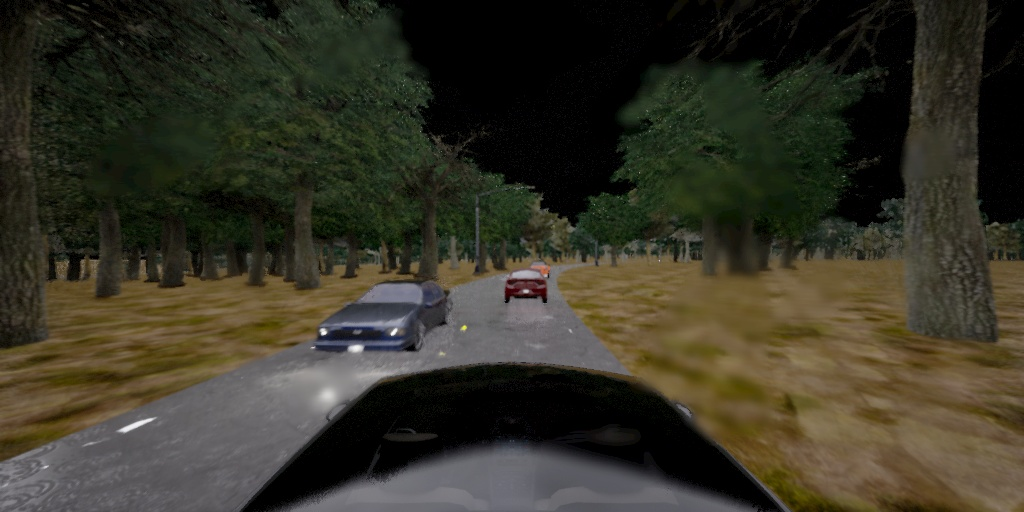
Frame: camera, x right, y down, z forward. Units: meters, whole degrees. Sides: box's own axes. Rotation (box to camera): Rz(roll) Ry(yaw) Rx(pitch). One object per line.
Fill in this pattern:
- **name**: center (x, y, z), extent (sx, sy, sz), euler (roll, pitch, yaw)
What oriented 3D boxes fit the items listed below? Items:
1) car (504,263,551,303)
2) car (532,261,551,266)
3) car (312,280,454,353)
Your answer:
- **car**: center (0.710, 1.304, 17.344), extent (1.882, 1.535, 5.008), euler (0, 0, 3)
- **car**: center (2.907, 1.267, 37.392), extent (2.097, 1.767, 4.553), euler (0, 0, 9)
- **car**: center (-2.812, 1.342, 9.289), extent (2.033, 1.411, 5.357), euler (0, 0, 2)
